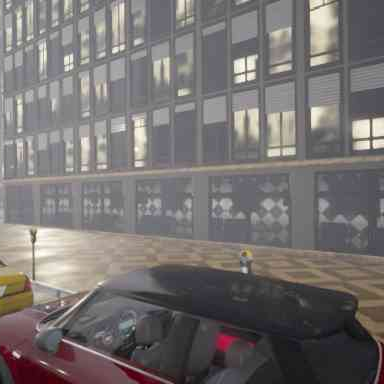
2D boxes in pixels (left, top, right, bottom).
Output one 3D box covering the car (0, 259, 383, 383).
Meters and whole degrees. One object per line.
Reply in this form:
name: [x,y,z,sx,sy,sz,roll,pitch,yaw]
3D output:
car: [-0.326,1.440,3.124,4.097,1.590,1.967,0,-1,35]
